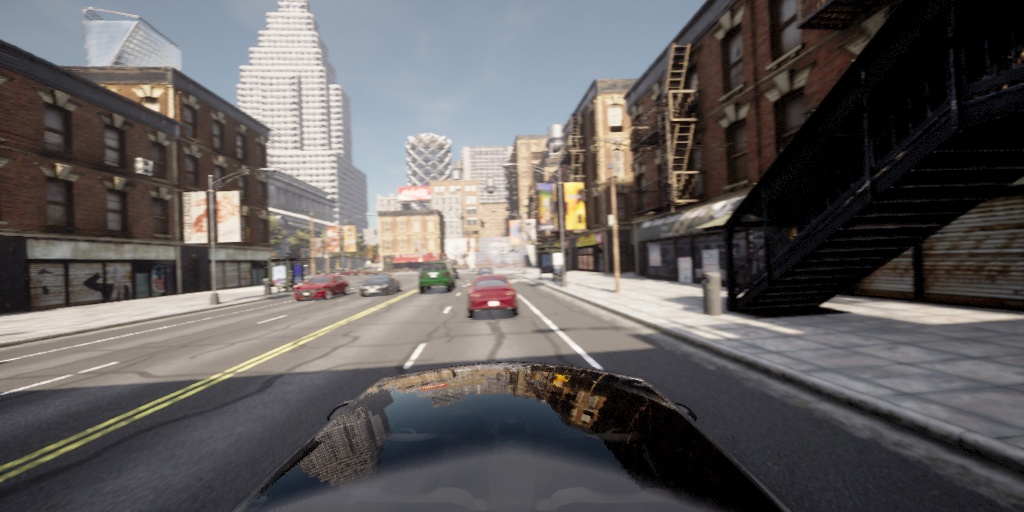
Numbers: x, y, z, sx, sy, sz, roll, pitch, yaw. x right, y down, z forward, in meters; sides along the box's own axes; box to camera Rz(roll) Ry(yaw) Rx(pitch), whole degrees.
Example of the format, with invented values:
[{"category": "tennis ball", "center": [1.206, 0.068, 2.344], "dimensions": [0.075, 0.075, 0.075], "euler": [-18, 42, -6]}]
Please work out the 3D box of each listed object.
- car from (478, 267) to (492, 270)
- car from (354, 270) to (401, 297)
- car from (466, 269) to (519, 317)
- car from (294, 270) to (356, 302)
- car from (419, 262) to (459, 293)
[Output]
[{"category": "car", "center": [-2.527, 1.772, 34.521], "dimensions": [2.033, 1.411, 5.357], "euler": [-2, -1, -6]}, {"category": "car", "center": [-8.905, 1.917, 24.595], "dimensions": [1.812, 1.442, 4.674], "euler": [-2, -1, -5]}, {"category": "car", "center": [-0.808, 1.449, 14.207], "dimensions": [1.812, 1.442, 4.674], "euler": [-2, -1, -5]}, {"category": "car", "center": [-12.326, 2.006, 23.575], "dimensions": [1.882, 1.535, 5.008], "euler": [-2, -1, -5]}, {"category": "car", "center": [-5.304, 1.464, 25.878], "dimensions": [2.150, 2.045, 5.566], "euler": [-2, -1, -5]}]
